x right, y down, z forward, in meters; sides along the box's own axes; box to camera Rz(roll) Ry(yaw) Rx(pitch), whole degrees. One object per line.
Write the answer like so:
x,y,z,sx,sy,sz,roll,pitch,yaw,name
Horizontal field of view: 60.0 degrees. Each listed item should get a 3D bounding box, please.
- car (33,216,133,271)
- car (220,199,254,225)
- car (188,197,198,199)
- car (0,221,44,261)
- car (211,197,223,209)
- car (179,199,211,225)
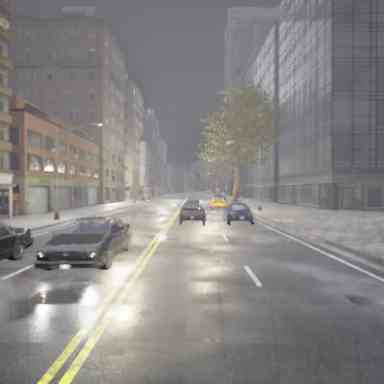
-3.268,1.546,11.247,2.033,1.411,5.357,0,0,0,car
3.298,1.517,24.028,1.812,1.442,4.674,0,0,1,car
0.096,1.477,43.780,1.837,1.490,4.892,0,0,0,car
-6.585,1.547,9.581,2.033,1.411,5.357,0,0,1,car
3.351,1.449,43.997,1.882,1.535,5.008,0,0,0,car
0.051,1.483,24.165,2.128,1.511,4.902,0,0,1,car
